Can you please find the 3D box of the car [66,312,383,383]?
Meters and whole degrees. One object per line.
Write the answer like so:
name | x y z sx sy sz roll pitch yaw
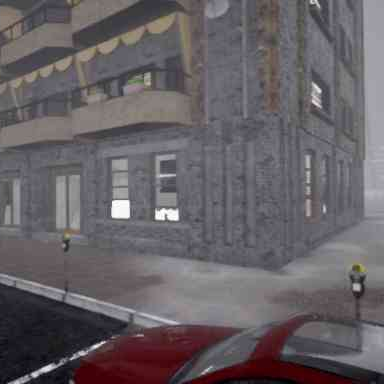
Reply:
car | 0.818 1.587 2.294 4.206 1.307 1.802 -1 -1 35
